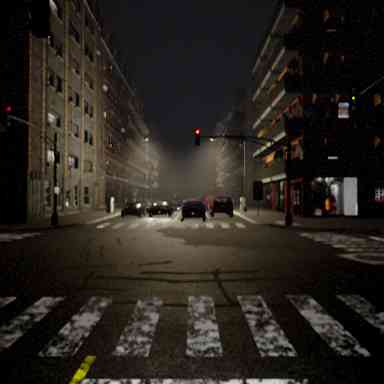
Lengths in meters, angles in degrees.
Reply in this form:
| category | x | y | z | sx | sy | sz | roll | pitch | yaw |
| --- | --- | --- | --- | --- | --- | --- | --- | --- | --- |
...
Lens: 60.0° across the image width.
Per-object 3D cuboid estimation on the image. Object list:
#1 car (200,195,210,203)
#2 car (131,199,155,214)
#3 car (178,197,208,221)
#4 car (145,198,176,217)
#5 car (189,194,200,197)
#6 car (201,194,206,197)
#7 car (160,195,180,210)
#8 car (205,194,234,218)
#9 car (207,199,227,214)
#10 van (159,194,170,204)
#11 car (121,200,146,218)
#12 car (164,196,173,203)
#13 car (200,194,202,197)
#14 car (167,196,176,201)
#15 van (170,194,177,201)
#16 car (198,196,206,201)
| category | x | y | z | sx | sy | sz | roll | pitch | yaw |
| --- | --- | --- | --- | --- | --- | --- | --- | --- | --- |
| car | 2.667 | 1.498 | 69.351 | 1.967 | 1.590 | 4.097 | 1 | 0 | 0 |
| car | -5.254 | 1.550 | 35.955 | 1.947 | 1.339 | 4.313 | 1 | 0 | 0 |
| car | 0.136 | 1.462 | 27.389 | 1.882 | 1.535 | 5.008 | 0 | 0 | 2 |
| car | -2.802 | 1.550 | 30.658 | 1.994 | 1.385 | 4.181 | 0 | 0 | 0 |
| car | 0.078 | 1.499 | 60.016 | 1.882 | 1.535 | 5.008 | 0 | 0 | 0 |
| car | 2.636 | 1.301 | 41.553 | 2.192 | 1.841 | 5.009 | 1 | 0 | 0 |
| car | -2.782 | 1.490 | 39.538 | 1.837 | 1.490 | 4.892 | 0 | 0 | 0 |
| car | 2.623 | 1.301 | 30.429 | 2.192 | 1.841 | 5.009 | 1 | 0 | 0 |
| car | 2.627 | 1.510 | 36.158 | 1.752 | 1.417 | 4.829 | 1 | 0 | 0 |
| van | -5.217 | 1.375 | 63.762 | 1.690 | 1.788 | 3.998 | 1 | 0 | 0 |
| car | -5.261 | 1.552 | 30.393 | 1.947 | 1.339 | 4.313 | 1 | 0 | 0 |
| car | -5.207 | 1.608 | 74.718 | 1.752 | 1.417 | 4.829 | 1 | 0 | 0 |
| car | 2.662 | 1.349 | 63.788 | 2.192 | 1.841 | 5.009 | 1 | 0 | 0 |
| car | -5.193 | 1.692 | 86.017 | 2.008 | 1.369 | 4.403 | 1 | 0 | 0 |
| van | -5.182 | 1.512 | 91.582 | 1.690 | 1.788 | 3.998 | 1 | 0 | 0 |
| car | 2.694 | 1.737 | 91.603 | 1.947 | 1.339 | 4.313 | 1 | 0 | 0 |
